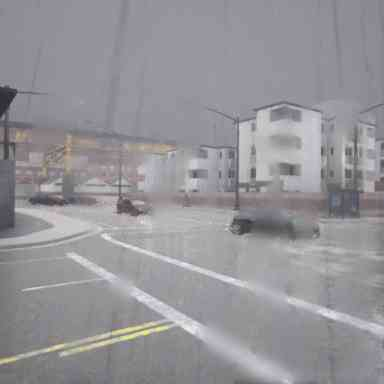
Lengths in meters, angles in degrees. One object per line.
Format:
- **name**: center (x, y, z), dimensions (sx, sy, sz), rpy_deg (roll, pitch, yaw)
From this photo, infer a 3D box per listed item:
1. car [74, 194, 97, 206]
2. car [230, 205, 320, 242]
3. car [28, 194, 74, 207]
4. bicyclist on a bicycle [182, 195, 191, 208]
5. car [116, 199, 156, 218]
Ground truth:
- **car**: center (-14.476, 0.988, 42.031), dimensions (5.357, 1.411, 2.033), rpy_deg (2, 0, 30)
- **car**: center (4.254, 1.506, 17.401), dimensions (2.097, 1.767, 4.553), rpy_deg (1, -1, -43)
- **car**: center (-16.846, 0.921, 39.058), dimensions (5.357, 1.411, 2.033), rpy_deg (2, 0, 29)
- **bicyclist on a bicycle**: center (-0.677, 1.141, 40.821), dimensions (0.582, 1.620, 1.656), rpy_deg (2, 0, 44)
- **car**: center (-4.933, 1.334, 28.760), dimensions (1.812, 1.442, 4.674), rpy_deg (1, 1, -40)
